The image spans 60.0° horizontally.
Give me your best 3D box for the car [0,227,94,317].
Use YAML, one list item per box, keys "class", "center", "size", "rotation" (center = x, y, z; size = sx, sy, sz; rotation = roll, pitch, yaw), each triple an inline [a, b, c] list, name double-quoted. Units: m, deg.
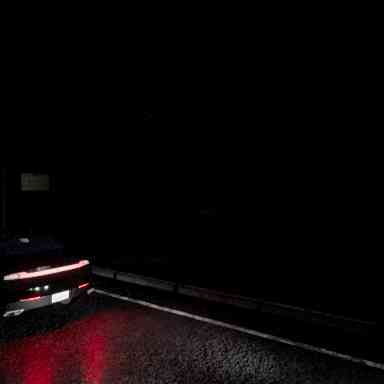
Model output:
- class: "car"
  center: [-4.082, 1.492, 6.887]
  size: [4.902, 1.511, 2.128]
  rotation: [0, 0, 37]
